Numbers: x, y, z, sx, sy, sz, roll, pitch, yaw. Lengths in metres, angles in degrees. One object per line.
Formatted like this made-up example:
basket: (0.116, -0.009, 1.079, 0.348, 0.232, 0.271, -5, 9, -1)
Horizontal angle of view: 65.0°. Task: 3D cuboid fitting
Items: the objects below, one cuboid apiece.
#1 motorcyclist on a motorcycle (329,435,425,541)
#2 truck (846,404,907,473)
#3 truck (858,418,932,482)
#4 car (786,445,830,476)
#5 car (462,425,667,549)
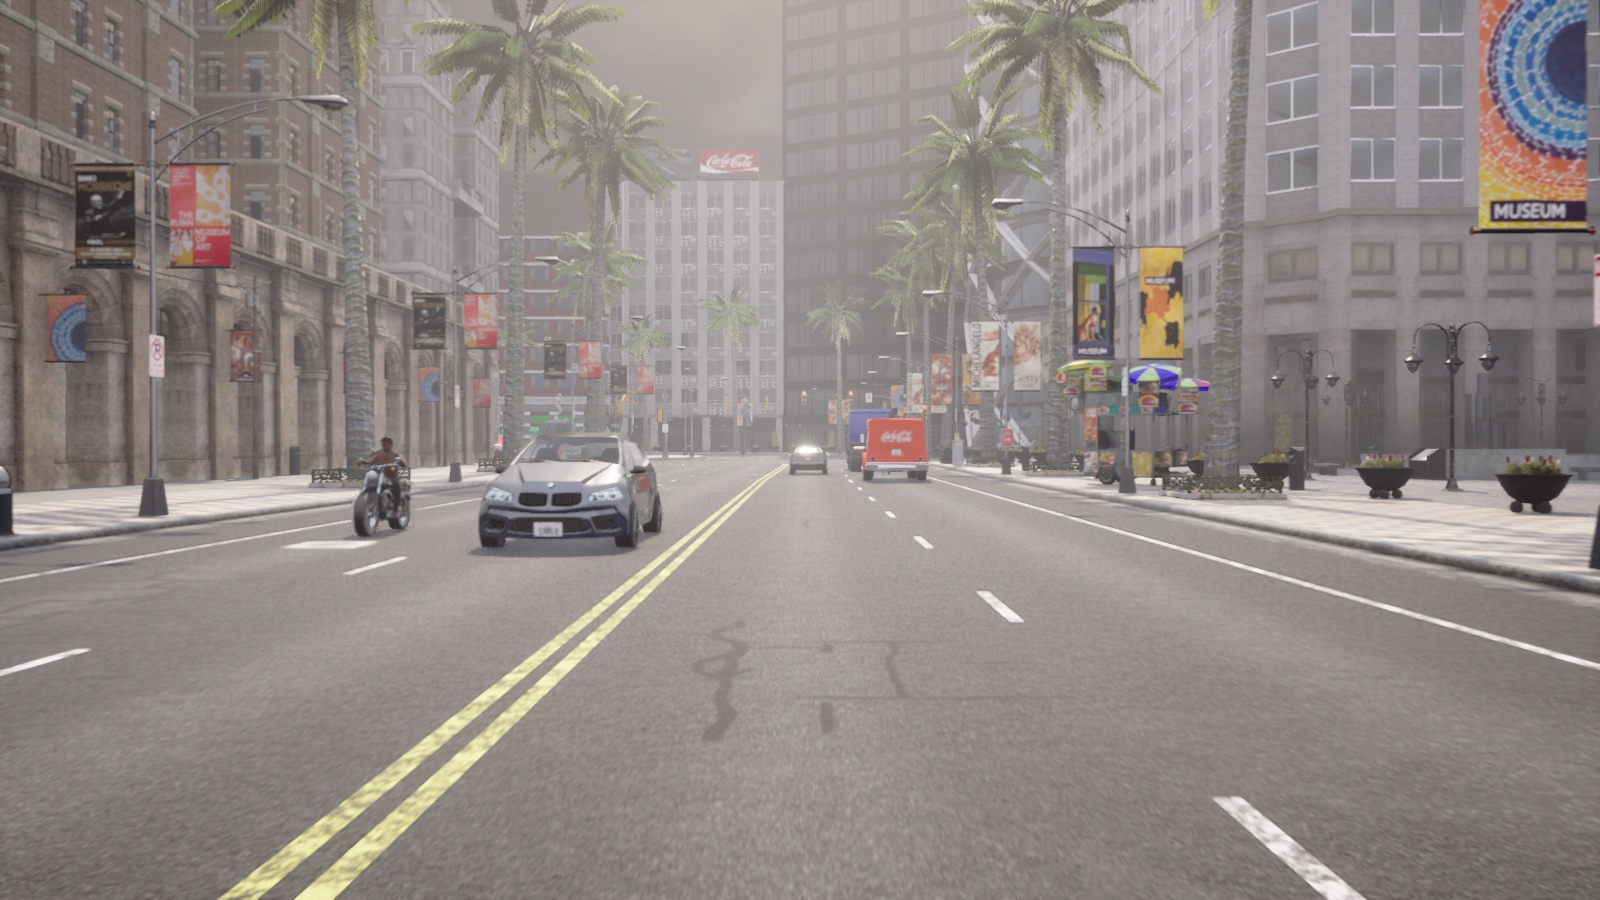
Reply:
motorcyclist on a motorcycle: (-6.894, 0.575, 20.597, 0.766, 1.649, 2.350, 0, 0, 0)
truck: (4.038, -0.613, 67.599, 2.891, 3.462, 7.936, 0, 0, 1)
truck: (3.759, -0.023, 50.733, 2.627, 2.467, 5.204, 0, 0, 1)
car: (0.425, 0.453, 60.487, 2.033, 1.411, 5.357, 0, 0, 1)
car: (-3.400, 0.480, 19.132, 2.242, 1.667, 4.611, 0, 0, 0)
